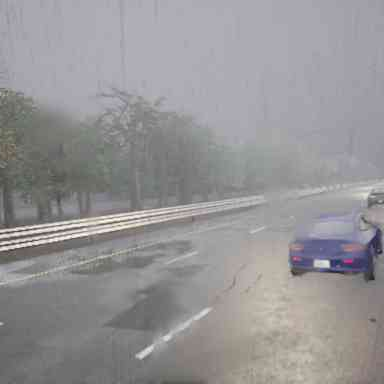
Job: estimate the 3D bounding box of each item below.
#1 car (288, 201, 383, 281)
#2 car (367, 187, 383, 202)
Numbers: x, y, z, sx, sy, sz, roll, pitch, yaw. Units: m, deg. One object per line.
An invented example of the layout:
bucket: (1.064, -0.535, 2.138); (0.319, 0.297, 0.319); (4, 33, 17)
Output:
car: (3.933, 1.246, 8.904); (1.812, 1.442, 4.674); (-5, 0, 33)
car: (15.040, 0.390, 26.322); (2.128, 1.511, 4.902); (-5, 0, 33)
